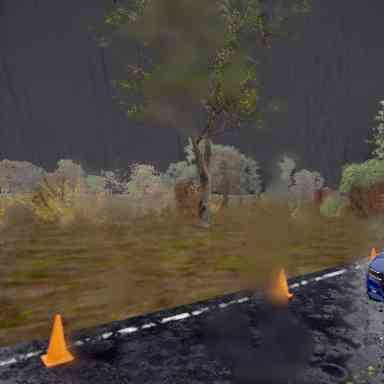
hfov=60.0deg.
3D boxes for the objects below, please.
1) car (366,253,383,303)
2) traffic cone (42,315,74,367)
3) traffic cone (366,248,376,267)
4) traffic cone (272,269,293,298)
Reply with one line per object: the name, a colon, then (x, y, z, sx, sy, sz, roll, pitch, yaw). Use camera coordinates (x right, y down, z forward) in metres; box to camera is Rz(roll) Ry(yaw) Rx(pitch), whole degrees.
car: (5.760, 1.593, 7.555, 5.008, 1.535, 1.882, 1, -1, -40)
traffic cone: (-1.822, 1.973, 4.525, 0.340, 0.580, 0.340, 1, -1, -36)
traffic cone: (5.810, 2.097, 10.647, 0.340, 0.580, 0.340, 1, -1, -41)
traffic cone: (2.055, 2.035, 7.510, 0.340, 0.580, 0.340, 1, -1, -39)
